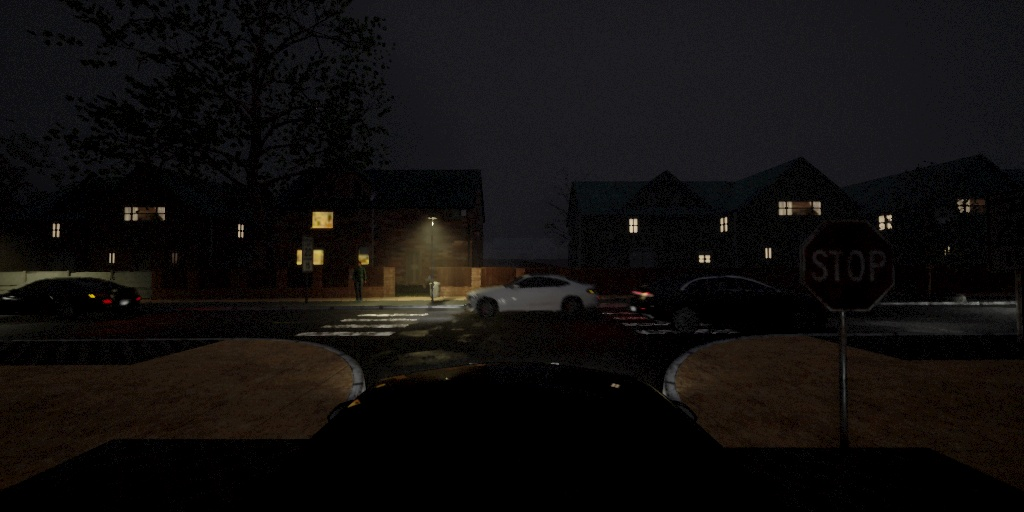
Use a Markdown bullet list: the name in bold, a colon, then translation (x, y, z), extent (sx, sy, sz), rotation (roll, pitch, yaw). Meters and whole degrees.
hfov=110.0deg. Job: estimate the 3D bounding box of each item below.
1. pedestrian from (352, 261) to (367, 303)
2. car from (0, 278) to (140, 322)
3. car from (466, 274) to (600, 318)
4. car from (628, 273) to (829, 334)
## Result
- **pedestrian**: translation (-6.731, 1.113, 15.768), extent (0.375, 1.860, 0.375), rotation (0, -1, 1)
- **car**: translation (-16.267, 1.524, 12.960), extent (4.674, 1.442, 1.812), rotation (-1, -1, 1)
- **car**: translation (0.718, 1.356, 12.774), extent (4.674, 1.442, 1.812), rotation (-1, -1, 1)
- **car**: translation (5.719, 1.198, 9.752), extent (4.902, 1.511, 2.128), rotation (-1, -1, 1)
